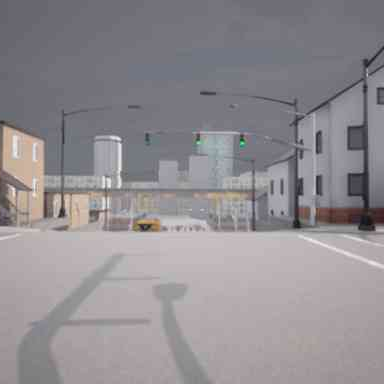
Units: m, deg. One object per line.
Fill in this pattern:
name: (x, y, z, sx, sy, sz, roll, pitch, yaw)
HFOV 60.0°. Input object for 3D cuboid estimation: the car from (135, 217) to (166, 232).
car: (-3.626, 2.871, 28.666, 1.882, 1.535, 5.008, 0, -9, 1)

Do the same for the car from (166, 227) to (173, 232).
car: (-3.719, 4.689, 38.869, 2.128, 1.511, 4.902, 0, -13, -1)
